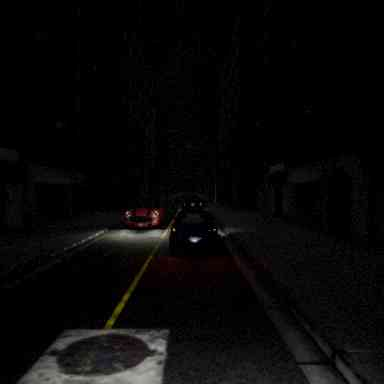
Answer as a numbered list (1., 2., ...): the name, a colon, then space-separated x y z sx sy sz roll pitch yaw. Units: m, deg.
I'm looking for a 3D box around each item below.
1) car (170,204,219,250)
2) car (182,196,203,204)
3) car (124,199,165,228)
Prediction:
1. car: 0.084 1.456 13.844 1.812 1.442 4.674 0 0 0
2. car: 0.058 1.187 32.685 2.097 1.767 4.553 0 0 0
3. car: -2.877 1.247 20.943 2.097 1.767 4.553 0 0 0
